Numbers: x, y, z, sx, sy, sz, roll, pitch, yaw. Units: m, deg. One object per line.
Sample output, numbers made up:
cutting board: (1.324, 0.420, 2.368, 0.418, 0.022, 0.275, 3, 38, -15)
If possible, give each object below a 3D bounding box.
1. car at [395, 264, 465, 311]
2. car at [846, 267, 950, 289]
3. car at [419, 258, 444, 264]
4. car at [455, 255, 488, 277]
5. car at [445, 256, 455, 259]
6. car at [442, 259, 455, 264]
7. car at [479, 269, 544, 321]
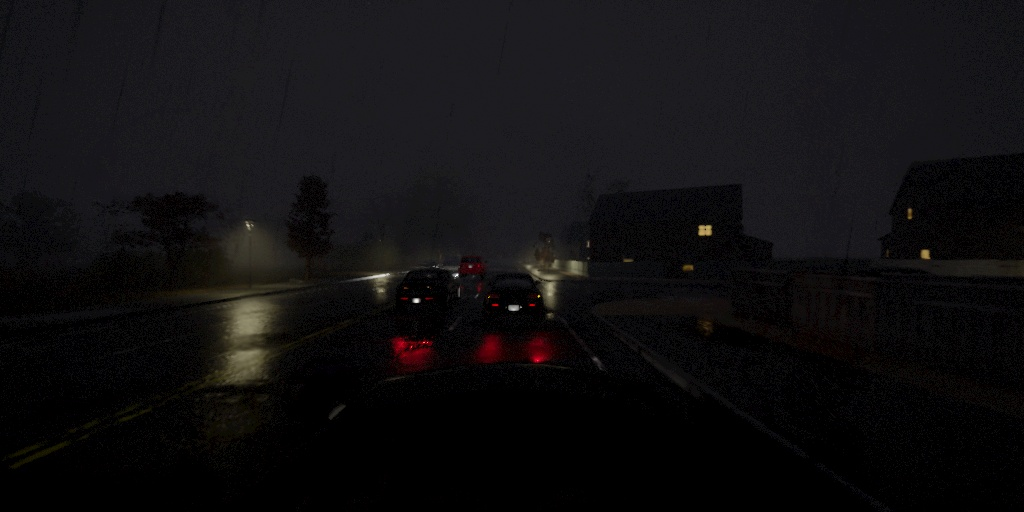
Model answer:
car: (-3.245, 1.257, 14.514, 1.837, 1.490, 4.892, 0, 0, -1)
car: (15.180, 1.205, 13.893, 4.892, 1.490, 1.837, 0, 1, 31)
car: (-10.233, 1.242, 43.937, 2.128, 1.511, 4.902, 0, 0, 0)
car: (-3.426, 0.972, 32.038, 2.150, 2.045, 5.566, 0, 0, -1)
car: (-10.369, 0.957, 61.108, 2.150, 2.045, 5.566, 0, 0, 0)
car: (-6.974, 1.349, 42.570, 1.895, 1.301, 4.718, 0, 0, 0)
car: (0.038, 1.276, 12.270, 1.812, 1.442, 4.674, 0, 0, 0)
